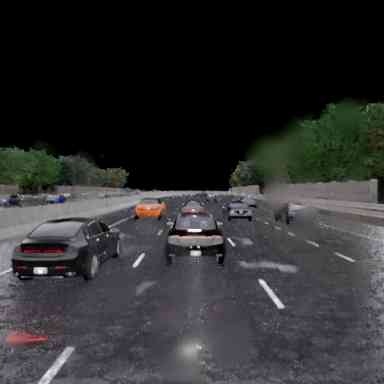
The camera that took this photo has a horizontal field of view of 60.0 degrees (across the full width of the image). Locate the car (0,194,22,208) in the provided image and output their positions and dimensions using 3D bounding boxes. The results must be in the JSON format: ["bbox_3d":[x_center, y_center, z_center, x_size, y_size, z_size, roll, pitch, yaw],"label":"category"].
[{"bbox_3d":[-24.570,1.131,44.066,2.097,1.767,4.553,0,1,0],"label":"car"}]

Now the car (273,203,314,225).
[{"bbox_3d":[7.074,1.471,23.398,1.812,1.442,4.674,0,0,0],"label":"car"}]

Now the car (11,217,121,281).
[{"bbox_3d":[-3.399,1.506,9.871,1.837,1.490,4.892,0,0,0],"label":"car"}]

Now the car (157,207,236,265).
[{"bbox_3d":[0.100,1.489,11.698,2.128,1.511,4.902,0,0,0],"label":"car"}]

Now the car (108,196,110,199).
[{"bbox_3d":[-17.500,1.072,65.356,1.812,1.442,4.674,0,1,0],"label":"car"}]

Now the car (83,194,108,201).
[{"bbox_3d":[-14.076,1.238,47.575,2.128,1.511,4.902,0,1,0],"label":"car"}]

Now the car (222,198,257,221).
[{"bbox_3d":[3.502,1.475,26.153,2.033,1.411,5.357,0,0,0],"label":"car"}]

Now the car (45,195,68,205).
[{"bbox_3d":[-21.050,1.182,51.751,1.882,1.535,5.008,0,1,0],"label":"car"}]

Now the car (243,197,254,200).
[{"bbox_3d":[7.100,1.359,42.912,1.994,1.385,4.181,0,1,0],"label":"car"}]

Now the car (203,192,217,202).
[{"bbox_3d":[3.505,1.117,62.107,1.812,1.442,4.674,0,1,0],"label":"car"}]

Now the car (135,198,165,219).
[{"bbox_3d":[-3.398,1.265,27.857,2.097,1.767,4.553,0,0,0],"label":"car"}]

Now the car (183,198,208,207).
[{"bbox_3d":[0.102,1.466,29.443,1.994,1.385,4.181,0,0,0],"label":"car"}]
